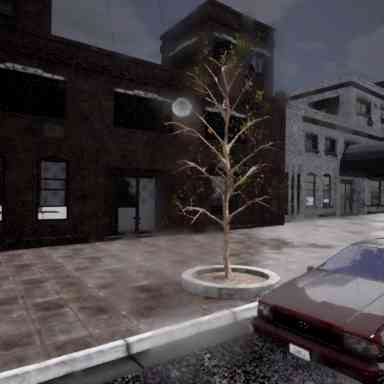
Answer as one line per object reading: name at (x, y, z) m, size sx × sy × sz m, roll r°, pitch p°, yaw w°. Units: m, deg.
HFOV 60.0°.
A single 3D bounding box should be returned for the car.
car at (3.444, 1.547, 5.603) m, size 5.357 × 1.411 × 2.033 m, roll 0°, pitch 0°, yaw -36°
